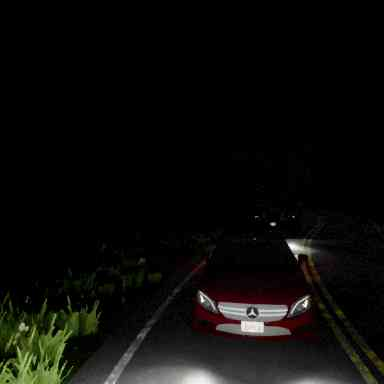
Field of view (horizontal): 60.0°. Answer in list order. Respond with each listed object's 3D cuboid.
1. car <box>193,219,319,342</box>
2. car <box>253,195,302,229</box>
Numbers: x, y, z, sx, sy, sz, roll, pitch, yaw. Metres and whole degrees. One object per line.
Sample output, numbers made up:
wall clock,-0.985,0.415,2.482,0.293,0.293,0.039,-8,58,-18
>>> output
car,1.227,1.534,6.715,1.812,1.442,4.674,-1,0,11
car,4.992,1.215,18.889,2.150,2.045,5.566,-2,-1,22
